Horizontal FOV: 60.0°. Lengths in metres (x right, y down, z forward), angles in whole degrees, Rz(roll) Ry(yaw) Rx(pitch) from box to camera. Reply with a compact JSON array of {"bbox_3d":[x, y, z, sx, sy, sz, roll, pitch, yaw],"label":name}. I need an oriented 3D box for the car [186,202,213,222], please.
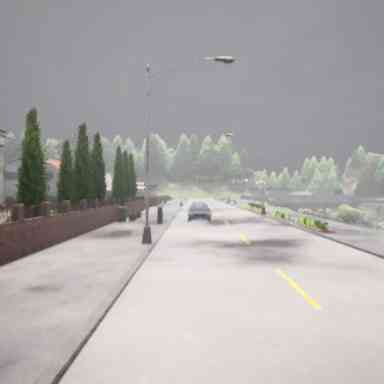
[{"bbox_3d":[0.566,1.546,26.541,2.033,1.411,5.357,0,0,0],"label":"car"}]
